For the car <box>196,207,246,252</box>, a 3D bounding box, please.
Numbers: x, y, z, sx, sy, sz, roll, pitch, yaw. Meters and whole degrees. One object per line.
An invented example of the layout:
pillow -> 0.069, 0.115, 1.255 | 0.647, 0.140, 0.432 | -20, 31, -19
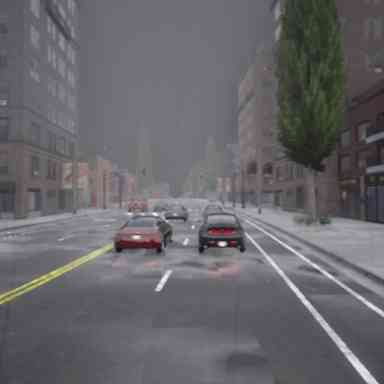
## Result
car -> 1.244, 1.645, 14.488 | 1.837, 1.490, 4.892 | 0, 0, 3

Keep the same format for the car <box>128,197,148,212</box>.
car -> -7.561, 1.729, 47.105 | 2.150, 2.045, 5.566 | 0, -1, 0

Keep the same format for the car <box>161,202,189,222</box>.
car -> -1.345, 1.872, 29.748 | 1.994, 1.385, 4.181 | 0, -1, 2

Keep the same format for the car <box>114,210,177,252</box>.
car -> -1.999, 1.718, 14.698 | 1.994, 1.385, 4.181 | 0, -1, 3

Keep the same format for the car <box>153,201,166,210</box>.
car -> -4.315, 2.019, 46.843 | 1.837, 1.490, 4.892 | 0, -1, 0

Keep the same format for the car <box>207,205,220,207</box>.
car -> 1.901, 1.856, 29.605 | 1.994, 1.385, 4.181 | 0, -1, 2
